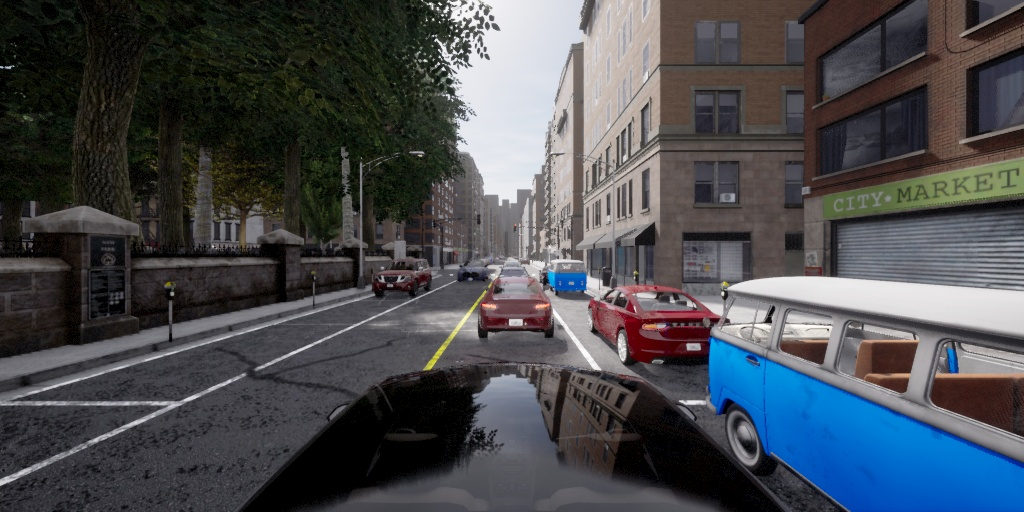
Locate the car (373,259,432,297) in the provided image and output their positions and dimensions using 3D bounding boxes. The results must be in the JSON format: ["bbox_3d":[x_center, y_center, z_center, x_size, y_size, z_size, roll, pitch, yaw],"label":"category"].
[{"bbox_3d":[-5.655,1.060,19.157,2.192,1.841,5.009,0,0,0],"label":"car"}]

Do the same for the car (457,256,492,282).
[{"bbox_3d":[-2.994,1.089,28.188,2.097,1.767,4.553,0,0,0],"label":"car"}]

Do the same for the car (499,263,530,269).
[{"bbox_3d":[0.110,1.292,19.652,2.033,1.411,5.357,0,0,1],"label":"car"}]

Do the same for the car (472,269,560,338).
[{"bbox_3d":[0.101,1.274,10.073,1.812,1.442,4.674,0,0,0],"label":"car"}]

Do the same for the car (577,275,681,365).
[{"bbox_3d":[2.861,1.294,7.870,1.888,1.381,4.507,0,0,0],"label":"car"}]

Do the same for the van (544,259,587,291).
[{"bbox_3d":[2.869,1.085,19.191,1.690,1.789,3.998,0,0,0],"label":"van"}]

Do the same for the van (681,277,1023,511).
[{"bbox_3d":[2.857,1.091,2.209,1.690,1.789,3.998,0,0,0],"label":"van"}]

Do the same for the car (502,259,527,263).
[{"bbox_3d":[0.024,1.242,29.396,1.837,1.490,4.892,0,0,0],"label":"car"}]
